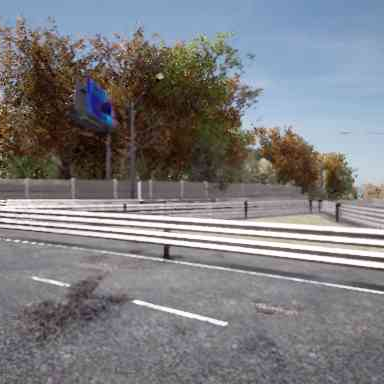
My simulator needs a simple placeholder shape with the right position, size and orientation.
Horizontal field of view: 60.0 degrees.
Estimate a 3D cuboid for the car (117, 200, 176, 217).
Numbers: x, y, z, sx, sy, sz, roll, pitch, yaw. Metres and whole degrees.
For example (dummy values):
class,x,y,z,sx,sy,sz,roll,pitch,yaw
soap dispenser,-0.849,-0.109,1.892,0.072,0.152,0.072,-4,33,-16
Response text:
class,x,y,z,sx,sy,sz,roll,pitch,yaw
car,-3.573,1.363,26.310,4.674,1.442,1.812,0,0,-27
